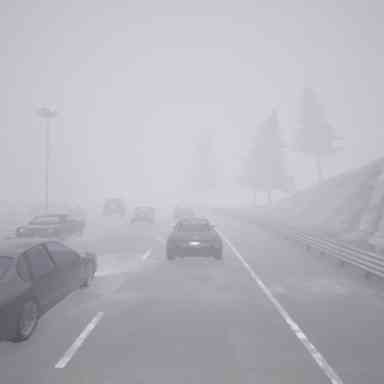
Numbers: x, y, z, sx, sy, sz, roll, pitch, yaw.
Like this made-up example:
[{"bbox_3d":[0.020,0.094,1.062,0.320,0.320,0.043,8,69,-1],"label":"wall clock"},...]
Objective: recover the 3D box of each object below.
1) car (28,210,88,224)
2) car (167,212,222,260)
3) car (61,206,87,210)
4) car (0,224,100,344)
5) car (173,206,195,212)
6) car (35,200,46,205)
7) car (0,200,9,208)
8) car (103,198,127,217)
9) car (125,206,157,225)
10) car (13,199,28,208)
[{"bbox_3d":[-6.976,1.804,17.129,1.895,1.301,4.718,0,-1,-1],"label":"car"},{"bbox_3d":[0.066,1.721,13.187,1.994,1.385,4.181,0,-1,-1],"label":"car"},{"bbox_3d":[-11.436,1.979,32.108,1.895,1.301,4.718,0,-1,-6],"label":"car"},{"bbox_3d":[-3.410,1.625,6.490,2.033,1.411,5.357,0,-1,0],"label":"car"},{"bbox_3d":[-0.887,1.979,32.096,1.895,1.301,4.718,0,-1,-6],"label":"car"},{"bbox_3d":[-30.032,2.296,66.243,2.128,1.511,4.902,0,-1,-19],"label":"car"},{"bbox_3d":[-36.842,2.229,64.492,2.128,1.511,4.902,0,-1,-19],"label":"car"},{"bbox_3d":[-8.412,1.653,36.503,2.150,2.045,5.566,0,0,-8],"label":"car"},{"bbox_3d":[-3.988,1.873,27.598,2.033,1.411,5.357,0,-1,-4],"label":"car"},{"bbox_3d":[-33.029,2.108,64.224,2.097,1.767,4.553,0,-1,-19],"label":"car"}]
